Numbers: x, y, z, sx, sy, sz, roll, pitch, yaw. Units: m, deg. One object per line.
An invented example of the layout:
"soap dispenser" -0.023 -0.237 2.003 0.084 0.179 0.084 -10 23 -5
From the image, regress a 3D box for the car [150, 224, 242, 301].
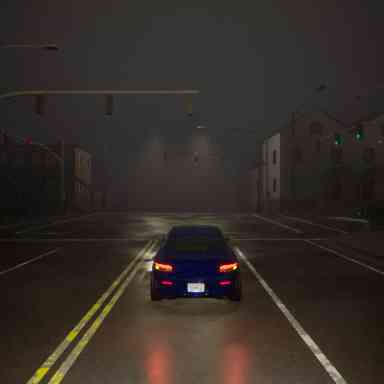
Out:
"car" 0.089 1.526 8.184 1.812 1.442 4.674 0 0 0

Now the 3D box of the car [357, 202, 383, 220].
"car" 16.378 1.526 27.930 4.674 1.442 1.812 0 0 -1
